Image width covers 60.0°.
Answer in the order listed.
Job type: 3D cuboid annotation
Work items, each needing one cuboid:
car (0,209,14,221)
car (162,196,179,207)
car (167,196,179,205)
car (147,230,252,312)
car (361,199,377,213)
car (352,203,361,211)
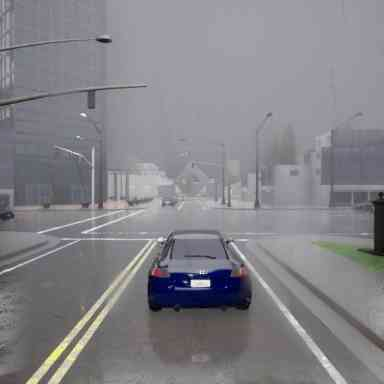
[{"bbox_3d":[-16.392,1.672,26.225,4.181,1.385,1.994,-1,0,0],"label":"car"},{"bbox_3d":[-3.580,1.491,51.290,2.128,1.511,4.902,0,0,0],"label":"car"},{"bbox_3d":[-3.531,1.505,61.908,1.837,1.490,4.892,0,0,1],"label":"car"},{"bbox_3d":[0.089,1.564,7.814,1.994,1.385,4.181,0,0,-2],"label":"car"},{"bbox_3d":[20.214,1.553,33.718,4.718,1.301,1.895,0,0,0],"label":"car"},{"bbox_3d":[20.364,1.479,37.209,4.674,1.442,1.812,0,0,0],"label":"car"}]
